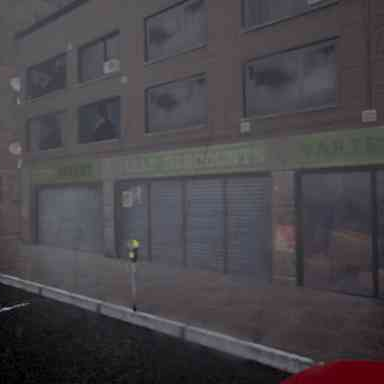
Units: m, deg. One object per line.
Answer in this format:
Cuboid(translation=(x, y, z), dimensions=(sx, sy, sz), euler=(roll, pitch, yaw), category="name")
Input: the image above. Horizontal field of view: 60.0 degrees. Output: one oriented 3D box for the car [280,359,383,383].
Cuboid(translation=(2.371, 1.533, 1.192), dimensions=(4.507, 1.381, 1.887), euler=(-1, -1, 36), category="car")
